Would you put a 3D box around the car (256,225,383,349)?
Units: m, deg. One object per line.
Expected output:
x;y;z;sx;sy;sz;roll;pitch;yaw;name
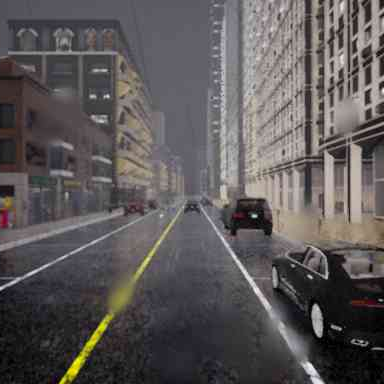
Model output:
2.691;1.572;6.257;2.008;1.369;4.403;0;0;0;car

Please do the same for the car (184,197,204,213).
0.039;1.688;38.774;2.033;1.411;5.357;0;0;1;car

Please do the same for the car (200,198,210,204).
2.694;1.829;68.391;1.947;1.339;4.313;0;0;0;car

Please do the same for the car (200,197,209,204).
2.693;1.870;74.040;1.802;1.307;4.206;0;0;0;car

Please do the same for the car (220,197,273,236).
3.107;1.296;19.197;2.150;2.045;5.566;0;0;0;car

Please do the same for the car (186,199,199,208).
0.045;1.757;51.988;1.994;1.385;4.181;0;0;1;car

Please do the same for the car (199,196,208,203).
2.694;1.754;79.688;1.967;1.590;4.097;0;0;0;car

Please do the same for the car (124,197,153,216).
-5.688;1.440;34.501;2.192;1.841;5.009;0;0;0;car

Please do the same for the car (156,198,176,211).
-3.086;1.758;42.851;1.895;1.301;4.718;0;0;0;car

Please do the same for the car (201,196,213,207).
2.693;1.796;57.094;1.802;1.307;4.206;0;0;0;car

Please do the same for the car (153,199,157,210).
-5.688;1.735;45.798;1.947;1.339;4.313;0;0;0;car

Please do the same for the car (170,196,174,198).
-5.687;1.833;74.041;1.887;1.381;4.507;0;0;0;car

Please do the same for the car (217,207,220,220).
3.147;1.598;26.167;1.837;1.490;4.892;0;0;0;car
